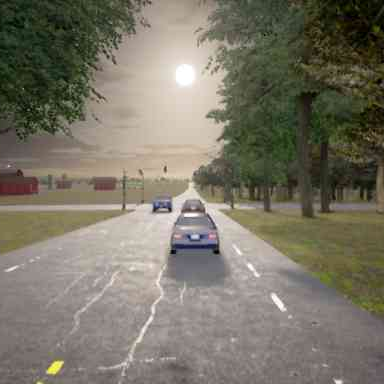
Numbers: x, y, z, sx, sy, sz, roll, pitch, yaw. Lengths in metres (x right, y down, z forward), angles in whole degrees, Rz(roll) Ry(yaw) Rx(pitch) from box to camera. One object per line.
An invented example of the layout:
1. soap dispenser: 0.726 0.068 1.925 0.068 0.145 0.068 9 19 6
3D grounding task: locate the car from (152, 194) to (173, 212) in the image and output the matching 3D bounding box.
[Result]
1. car: -3.488 1.285 40.369 2.150 2.045 5.566 0 0 0

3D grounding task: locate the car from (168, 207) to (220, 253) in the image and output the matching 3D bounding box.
1. car: 0.104 1.541 13.567 2.033 1.411 5.357 0 0 0

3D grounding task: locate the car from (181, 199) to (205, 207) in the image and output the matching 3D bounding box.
1. car: 0.109 1.380 29.474 2.097 1.767 4.553 0 0 0
